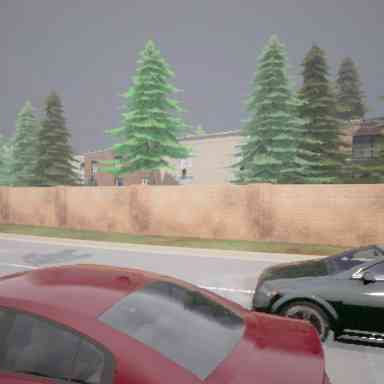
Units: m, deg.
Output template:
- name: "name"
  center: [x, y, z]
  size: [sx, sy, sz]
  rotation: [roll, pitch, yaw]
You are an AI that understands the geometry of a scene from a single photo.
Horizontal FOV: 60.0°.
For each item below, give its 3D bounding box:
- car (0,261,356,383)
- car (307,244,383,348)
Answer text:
- name: "car"
  center: [-1.364, 1.477, 3.097]
  size: [5.008, 1.535, 1.882]
  rotation: [0, 0, 19]
- name: "car"
  center: [3.079, 1.563, 5.283]
  size: [4.181, 1.385, 1.994]
  rotation: [0, 0, 18]
